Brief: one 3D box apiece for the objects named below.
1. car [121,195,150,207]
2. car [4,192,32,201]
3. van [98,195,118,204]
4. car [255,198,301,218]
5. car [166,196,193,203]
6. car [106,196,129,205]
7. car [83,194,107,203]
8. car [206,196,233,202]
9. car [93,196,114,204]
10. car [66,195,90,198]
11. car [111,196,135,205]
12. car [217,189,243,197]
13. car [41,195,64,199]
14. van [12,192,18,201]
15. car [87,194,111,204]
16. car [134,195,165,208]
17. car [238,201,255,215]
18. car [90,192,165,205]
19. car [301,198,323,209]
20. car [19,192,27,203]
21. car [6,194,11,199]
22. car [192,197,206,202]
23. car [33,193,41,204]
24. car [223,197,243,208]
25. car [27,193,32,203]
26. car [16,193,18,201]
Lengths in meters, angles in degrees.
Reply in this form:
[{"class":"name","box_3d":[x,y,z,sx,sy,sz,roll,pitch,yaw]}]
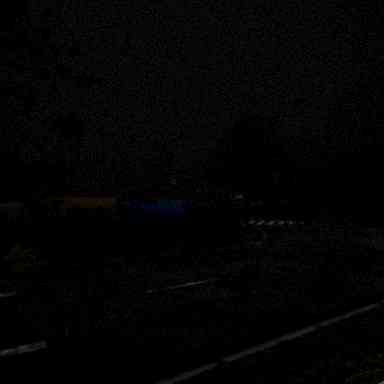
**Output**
[{"class":"car","box_3d":[-11.171,1.775,66.092,2.435,2.045,5.566,1,-2,35]},{"class":"car","box_3d":[-42.371,1.085,81.243,2.435,2.045,5.566,1,-1,35]},{"class":"van","box_3d":[-19.743,1.813,78.576,1.878,1.987,4.442,1,-2,35]},{"class":"car","box_3d":[9.507,1.750,36.305,2.435,2.045,5.566,1,-2,35]},{"class":"car","box_3d":[-0.857,1.759,51.147,2.435,2.045,5.566,2,-2,35]},{"class":"car","box_3d":[-16.394,1.902,73.489,2.185,1.767,4.553,1,-2,35]},{"class":"car","box_3d":[-24.970,1.786,85.953,2.435,2.045,5.566,1,-2,35]},{"class":"car","box_3d":[4.343,1.882,43.745,2.185,1.767,4.553,2,-2,35]},{"class":"car","box_3d":[-21.510,1.910,80.980,2.185,1.767,4.553,2,-2,35]},{"class":"car","box_3d":[-10.323,1.179,35.065,2.185,1.767,4.553,0,-1,35]},{"class":"car","box_3d":[-14.660,1.901,71.005,2.185,1.767,4.553,1,-2,35]},{"class":"car","box_3d":[6.111,0.281,53.376,1.882,1.535,5.008,3,2,-34]},{"class":"car","box_3d":[-17.048,1.313,44.805,2.097,1.535,5.008,0,-1,35]},{"class":"van","box_3d":[-33.992,1.103,69.019,1.878,1.987,4.442,1,-1,35]},{"class":"car","box_3d":[-23.258,1.783,83.416,2.435,2.045,5.566,2,-2,35]},{"class":"car","box_3d":[-7.762,1.767,61.078,2.435,2.045,5.566,2,-2,35]},{"class":"car","box_3d":[7.770,2.003,38.756,2.231,1.521,4.892,2,-2,35]},{"class":"car","box_3d":[-5.247,1.047,27.774,2.435,2.045,5.566,1,-1,35]},{"class":"car","box_3d":[13.937,1.364,41.947,1.895,1.301,4.718,3,2,-35]},{"class":"car","box_3d":[-28.885,1.200,61.800,2.185,1.767,4.553,0,-1,35]},{"class":"car","box_3d":[-37.291,1.083,74.004,2.435,2.045,5.566,0,-1,35]},{"class":"car","box_3d":[2.612,1.884,46.228,2.185,1.767,4.553,2,-2,35]},{"class":"car","box_3d":[-20.433,1.317,49.674,2.097,1.535,5.008,1,-1,35]},{"class":"car","box_3d":[6.027,1.877,41.216,2.185,1.767,4.553,1,-2,35]},{"class":"car","box_3d":[-22.217,1.311,51.946,1.946,1.575,5.366,1,-1,35]},{"class":"car","box_3d":[-30.560,1.330,64.258,2.231,1.521,4.892,1,-1,35]}]
